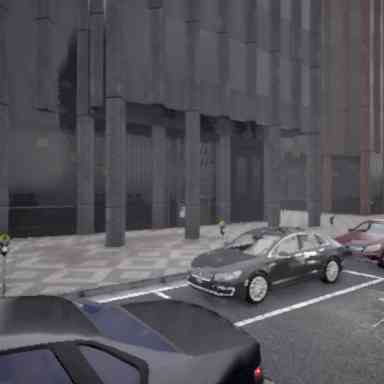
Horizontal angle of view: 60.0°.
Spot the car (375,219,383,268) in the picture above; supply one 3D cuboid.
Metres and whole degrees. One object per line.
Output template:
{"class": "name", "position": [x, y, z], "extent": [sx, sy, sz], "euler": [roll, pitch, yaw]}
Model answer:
{"class": "car", "position": [6.778, 1.366, 8.193], "extent": [4.553, 1.767, 2.097], "euler": [0, 0, -35]}

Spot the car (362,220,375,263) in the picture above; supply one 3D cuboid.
{"class": "car", "position": [6.378, 1.598, 11.191], "extent": [4.206, 1.307, 1.802], "euler": [0, 0, -35]}

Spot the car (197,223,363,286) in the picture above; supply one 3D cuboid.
{"class": "car", "position": [1.933, 1.559, 8.024], "extent": [4.403, 1.369, 2.008], "euler": [0, 0, -35]}

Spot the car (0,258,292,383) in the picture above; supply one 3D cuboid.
{"class": "car", "position": [-1.833, 1.547, 2.067], "extent": [5.357, 1.411, 2.033], "euler": [0, 0, -35]}
